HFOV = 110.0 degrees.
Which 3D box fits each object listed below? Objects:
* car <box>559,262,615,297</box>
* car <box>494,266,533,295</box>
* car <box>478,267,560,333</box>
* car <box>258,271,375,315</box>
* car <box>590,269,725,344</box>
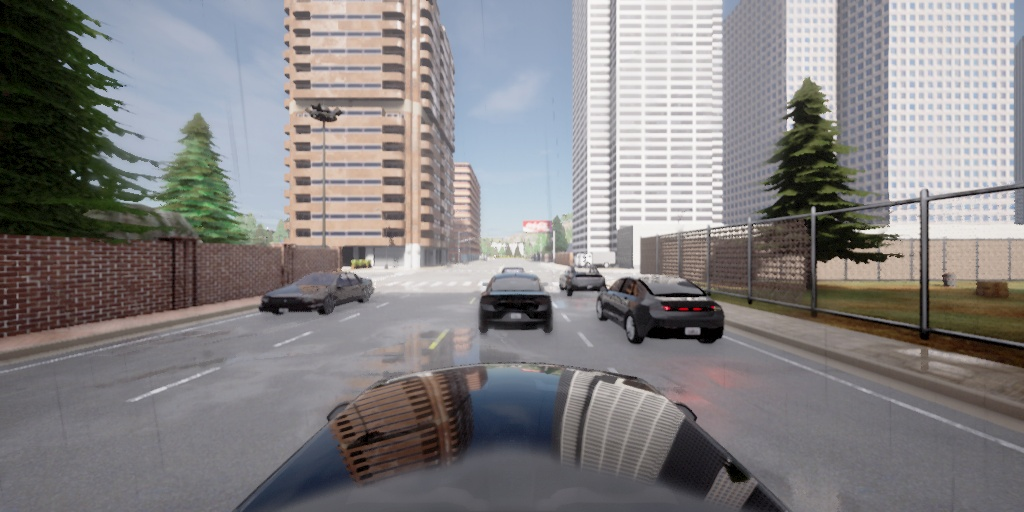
[{"bbox_3d":[3.619,1.241,18.964,2.128,1.511,4.902,0,0,1],"label":"car"},{"bbox_3d":[0.086,1.314,20.347,1.994,1.385,4.181,0,0,0],"label":"car"},{"bbox_3d":[0.100,1.227,10.729,1.882,1.535,5.008,0,0,0],"label":"car"},{"bbox_3d":[-7.053,1.297,13.766,2.033,1.411,5.357,0,0,0],"label":"car"},{"bbox_3d":[3.603,1.254,9.573,1.837,1.490,4.892,0,0,0],"label":"car"}]
